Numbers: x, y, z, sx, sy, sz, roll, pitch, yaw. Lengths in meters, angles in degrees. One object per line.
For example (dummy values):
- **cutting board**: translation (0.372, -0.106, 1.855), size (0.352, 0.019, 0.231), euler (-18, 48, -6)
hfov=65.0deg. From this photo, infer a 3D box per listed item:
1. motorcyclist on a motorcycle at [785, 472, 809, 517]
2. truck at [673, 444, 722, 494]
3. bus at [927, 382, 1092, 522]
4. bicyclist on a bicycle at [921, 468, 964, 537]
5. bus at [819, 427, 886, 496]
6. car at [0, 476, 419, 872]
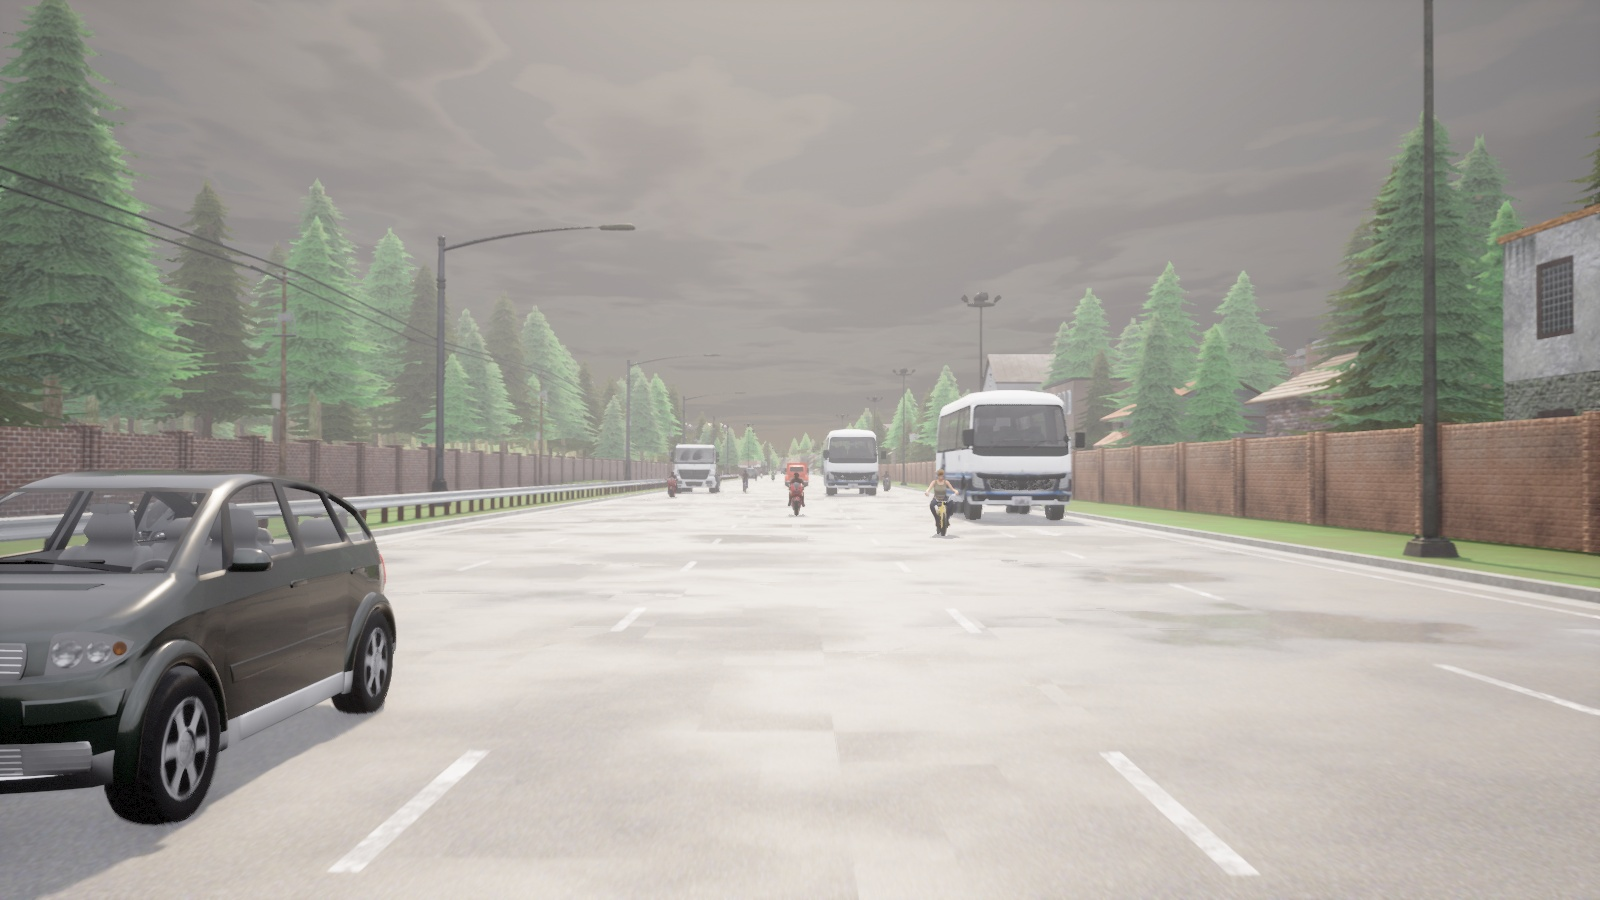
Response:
- **motorcyclist on a motorcycle**: translation (-0.108, 1.529, 43.712), size (0.797, 1.523, 2.044), euler (0, -1, 0)
- **truck**: translation (-7.225, 1.360, 89.526), size (2.891, 3.462, 7.936), euler (0, -1, 0)
- **bus**: translation (6.887, 0.136, 43.336), size (3.944, 4.253, 10.273), euler (0, -1, 0)
- **bicyclist on a bicycle**: translation (3.424, 1.246, 30.350), size (0.866, 1.612, 1.509), euler (0, -1, 0)
- **bus**: translation (3.291, 0.804, 82.403), size (3.944, 4.253, 10.273), euler (0, -1, 0)
- **car**: translation (-3.517, 0.921, 6.807), size (1.789, 1.549, 3.705), euler (0, -1, 0)
